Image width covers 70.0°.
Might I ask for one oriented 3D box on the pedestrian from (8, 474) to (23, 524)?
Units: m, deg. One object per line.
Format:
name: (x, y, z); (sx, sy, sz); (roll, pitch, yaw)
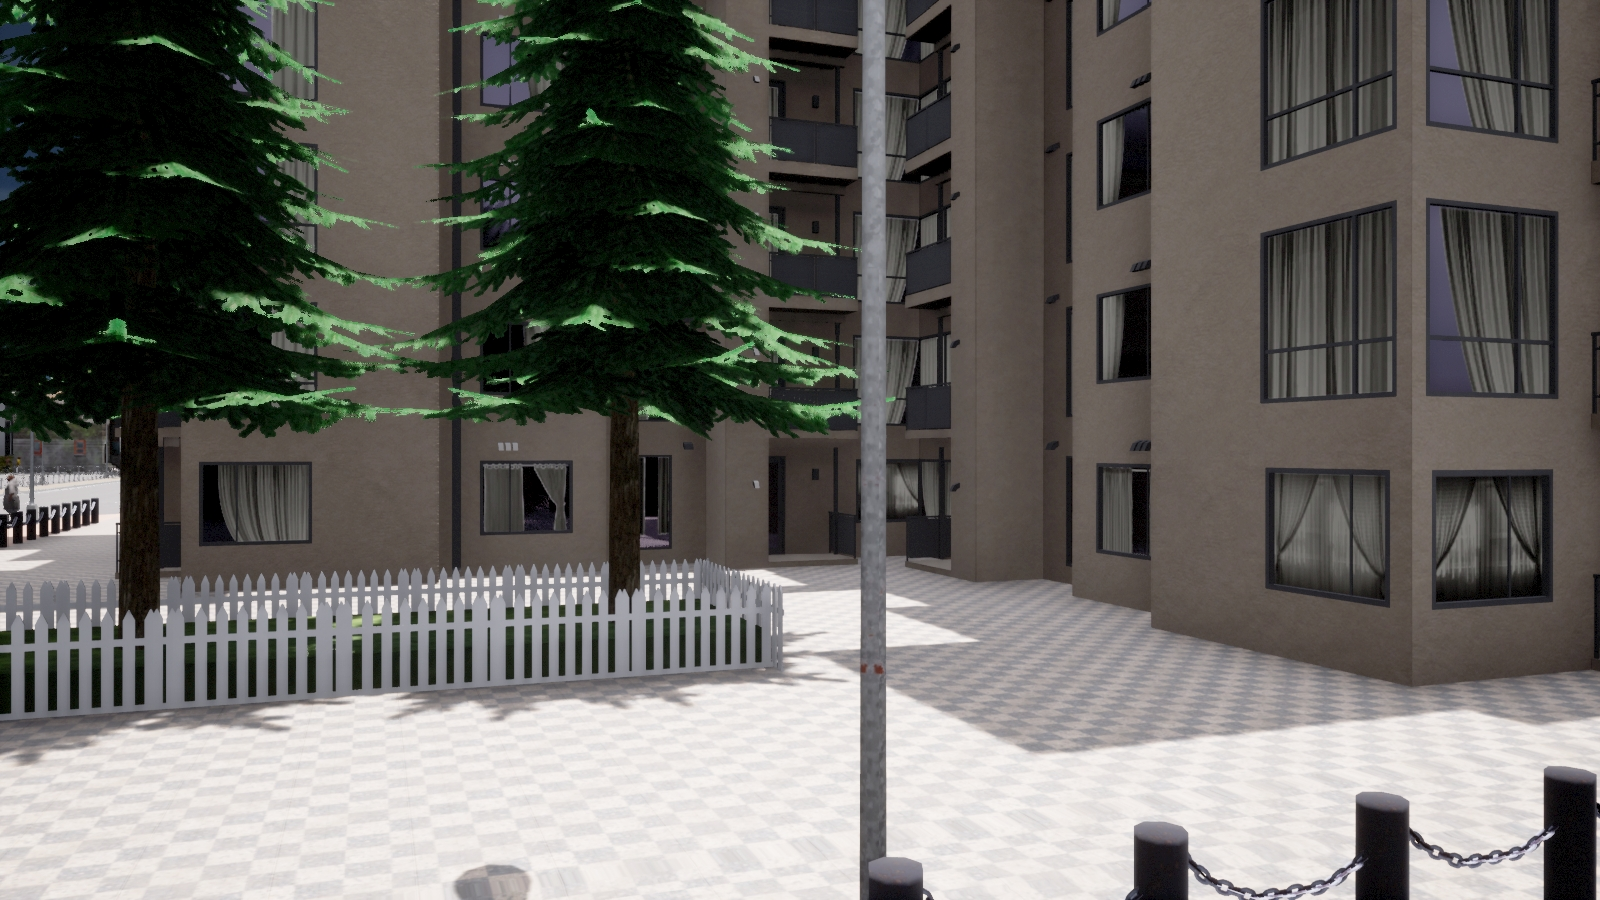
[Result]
pedestrian: (-29.308, 1.822, 42.662); (0.375, 1.860, 0.375); (0, 0, -19)

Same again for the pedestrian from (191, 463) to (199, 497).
pedestrian: (-33.911, 1.671, 64.077); (0.375, 1.860, 0.375); (0, 0, -25)

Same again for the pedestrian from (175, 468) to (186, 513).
pedestrian: (-25.711, 1.687, 47.405); (0.375, 1.860, 0.375); (0, 0, -29)
